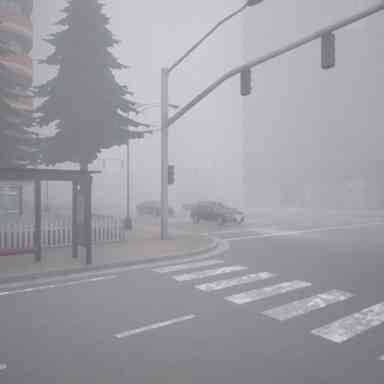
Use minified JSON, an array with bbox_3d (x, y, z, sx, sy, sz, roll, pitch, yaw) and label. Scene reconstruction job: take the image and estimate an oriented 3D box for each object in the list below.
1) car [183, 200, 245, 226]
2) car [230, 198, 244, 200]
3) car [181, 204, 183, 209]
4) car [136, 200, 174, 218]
[{"bbox_3d":[1.749,1.553,24.152,2.128,1.511,4.902,0,0,-34],"label":"car"},{"bbox_3d":[1.984,1.541,29.944,1.882,1.535,5.008,0,0,-35],"label":"car"},{"bbox_3d":[0.769,1.666,37.994,1.895,1.301,4.718,0,0,-36],"label":"car"},{"bbox_3d":[-3.588,1.540,31.764,1.882,1.535,5.008,0,0,-35],"label":"car"}]
